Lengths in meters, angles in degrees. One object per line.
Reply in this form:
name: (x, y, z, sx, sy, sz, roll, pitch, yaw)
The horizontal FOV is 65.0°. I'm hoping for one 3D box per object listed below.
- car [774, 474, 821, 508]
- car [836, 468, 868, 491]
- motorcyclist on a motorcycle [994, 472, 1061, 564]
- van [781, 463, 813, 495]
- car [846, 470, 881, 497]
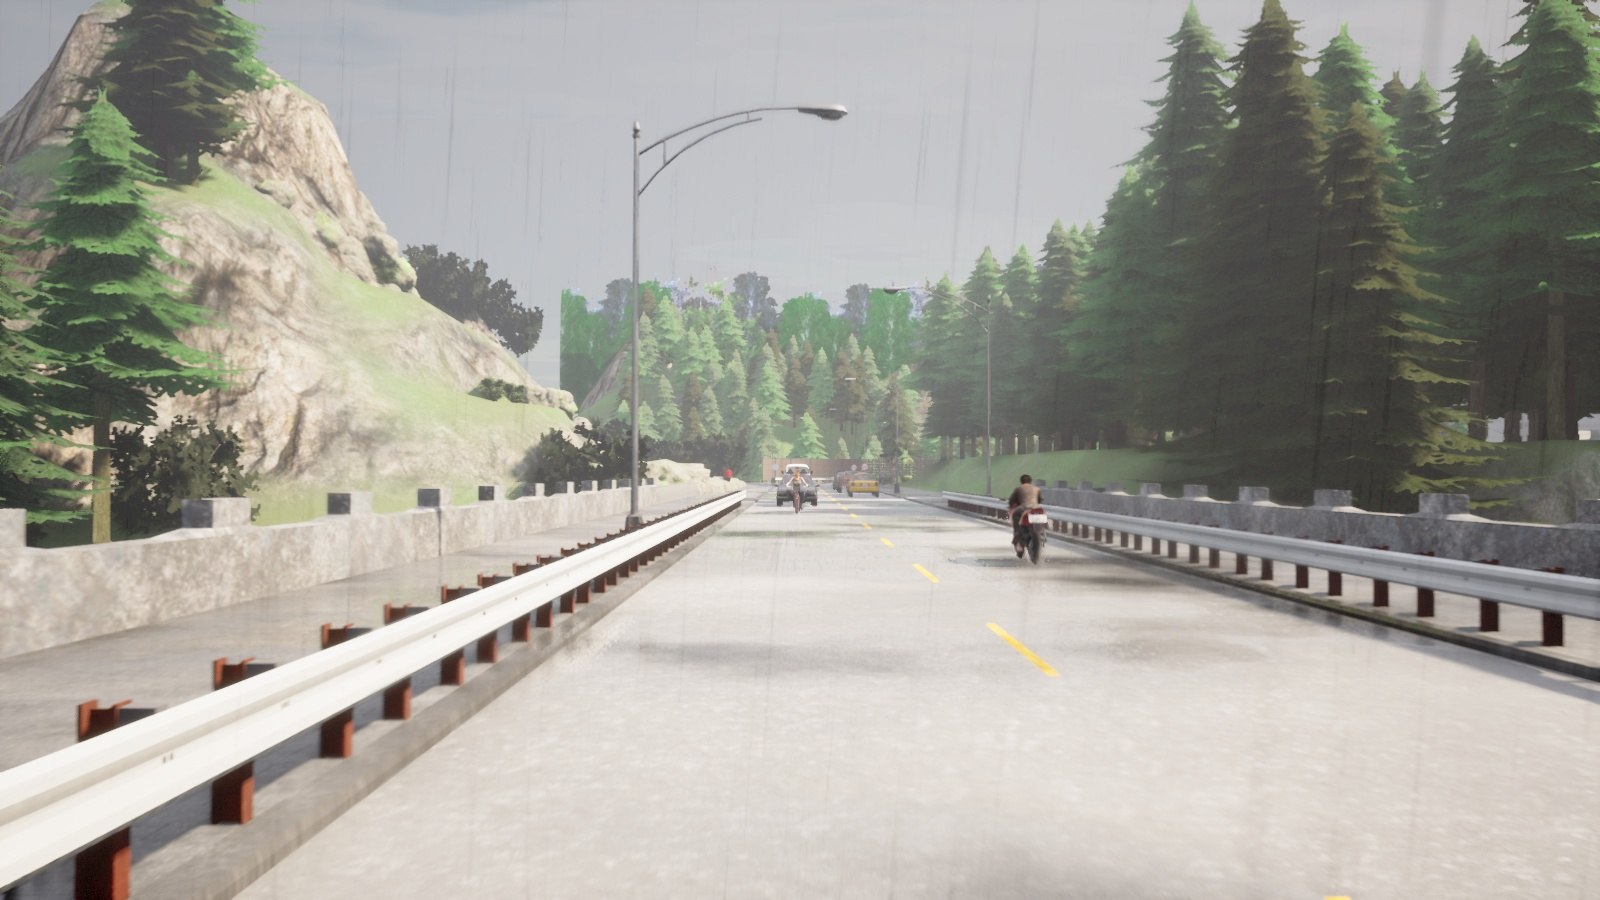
car: (-0.121, 1.808, 56.462, 2.033, 1.411, 5.357, 0, -1, 0)
car: (3.797, 2.124, 92.360, 2.152, 1.651, 5.027, 0, -1, 0)
motorcyclist on a motorcycle: (3.953, 1.148, 21.964, 0.797, 1.523, 2.044, 0, -1, 0)
van: (-0.181, 1.924, 82.750, 2.069, 2.038, 4.480, 0, -1, 0)
car: (3.835, 2.021, 76.638, 1.801, 1.575, 5.366, 0, -1, 0)
